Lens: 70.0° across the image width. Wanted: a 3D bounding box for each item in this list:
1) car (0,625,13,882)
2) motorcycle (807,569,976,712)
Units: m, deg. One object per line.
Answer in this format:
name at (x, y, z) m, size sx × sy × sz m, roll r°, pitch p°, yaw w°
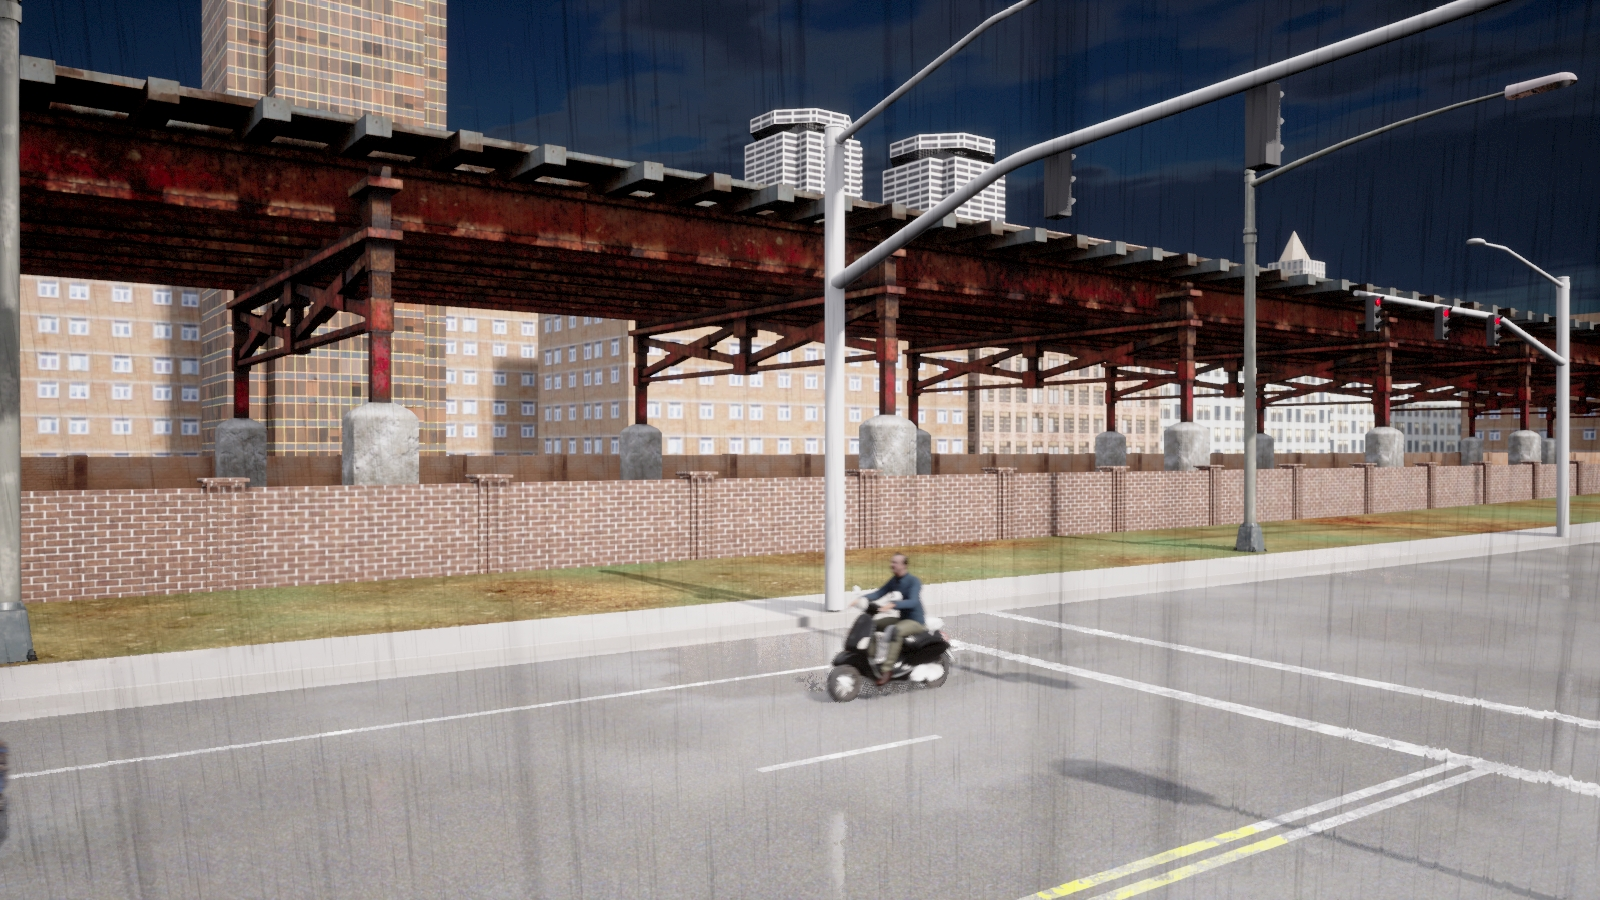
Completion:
car at (-7.929, 2.106, 6.776) m, size 5.357 × 1.411 × 2.033 m, roll 0°, pitch 0°, yaw -35°
motorcycle at (1.060, 2.129, 13.086) m, size 1.805 × 1.341 × 0.856 m, roll 0°, pitch 0°, yaw -35°
